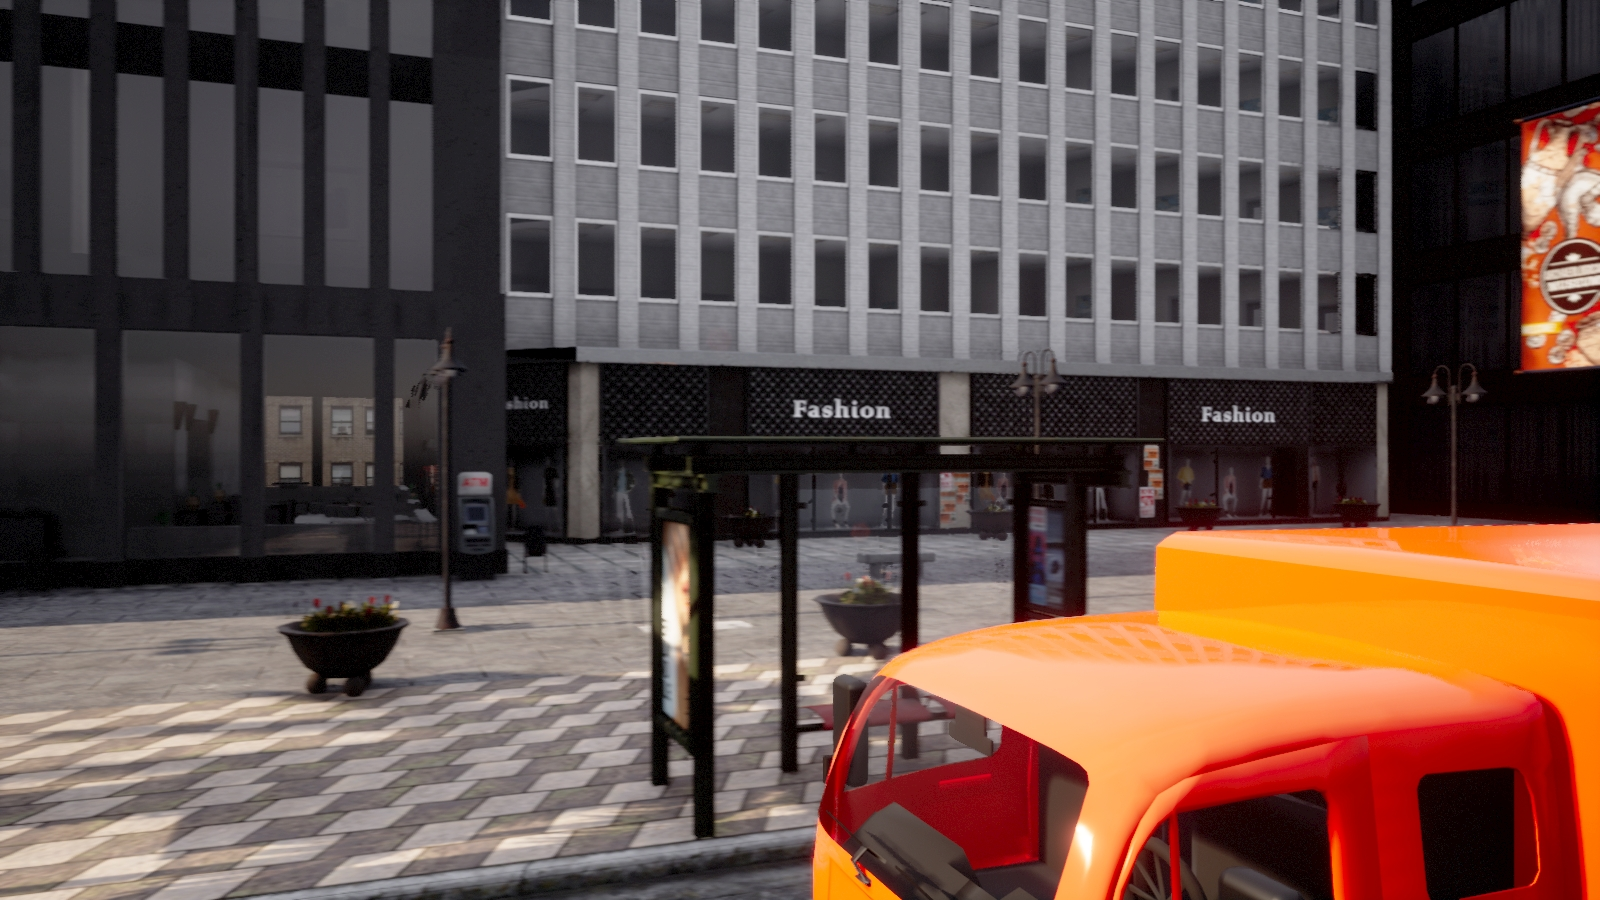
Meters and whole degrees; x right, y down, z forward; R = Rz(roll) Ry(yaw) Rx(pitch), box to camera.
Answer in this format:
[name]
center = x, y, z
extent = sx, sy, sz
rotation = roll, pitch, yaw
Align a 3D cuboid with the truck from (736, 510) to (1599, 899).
[truck]
center = 2.637, 1.568, 4.284
extent = 5.204, 2.467, 2.627
rotation = 0, 0, -20
